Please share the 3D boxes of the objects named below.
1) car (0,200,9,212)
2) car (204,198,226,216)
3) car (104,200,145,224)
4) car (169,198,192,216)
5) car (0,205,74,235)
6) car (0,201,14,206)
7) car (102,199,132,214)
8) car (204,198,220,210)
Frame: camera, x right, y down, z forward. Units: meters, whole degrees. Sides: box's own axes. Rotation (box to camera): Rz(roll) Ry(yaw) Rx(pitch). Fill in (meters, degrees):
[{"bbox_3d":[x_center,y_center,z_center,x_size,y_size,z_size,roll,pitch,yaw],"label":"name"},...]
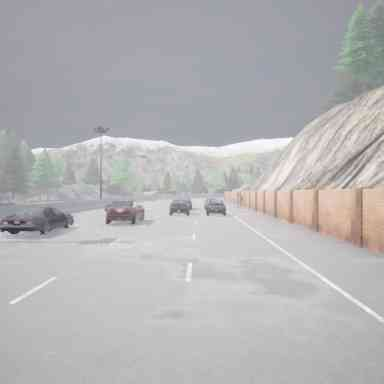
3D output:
[{"bbox_3d":[-22.221,1.565,36.331,1.994,1.385,4.181,0,0,2],"label":"car"},{"bbox_3d":[2.312,1.492,32.820,2.128,1.511,4.902,0,0,1],"label":"car"},{"bbox_3d":[-4.873,1.351,24.846,2.097,1.767,4.553,0,0,1],"label":"car"},{"bbox_3d":[-1.184,1.505,33.046,1.837,1.490,4.892,0,0,1],"label":"car"},{"bbox_3d":[-8.511,1.547,18.826,2.033,1.411,5.357,0,0,1],"label":"car"},{"bbox_3d":[-18.844,1.601,32.411,1.895,1.301,4.718,0,0,2],"label":"car"},{"bbox_3d":[-8.104,1.547,36.603,2.033,1.411,5.357,0,0,1],"label":"car"},{"bbox_3d":[2.550,1.526,43.266,1.812,1.442,4.674,0,0,1],"label":"car"}]
